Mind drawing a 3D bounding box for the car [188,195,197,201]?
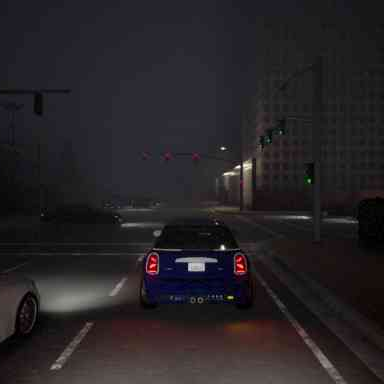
[{"bbox_3d":[0.132,1.540,83.814,2.033,1.411,5.357,0,0,0],"label":"car"}]

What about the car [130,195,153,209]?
[{"bbox_3d":[-7.012,1.526,46.301,1.812,1.442,4.674,0,0,0],"label":"car"}]

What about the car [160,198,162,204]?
[{"bbox_3d":[-6.940,1.564,65.241,1.994,1.385,4.181,0,0,0],"label":"car"}]

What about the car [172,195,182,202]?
[{"bbox_3d":[-3.384,1.469,73.501,1.882,1.535,5.008,0,0,0],"label":"car"}]

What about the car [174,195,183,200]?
[{"bbox_3d":[-3.368,1.423,83.754,1.895,1.301,4.718,0,0,0],"label":"car"}]

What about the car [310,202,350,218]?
[{"bbox_3d":[12.999,1.619,30.415,4.181,1.385,1.994,0,0,0],"label":"car"}]

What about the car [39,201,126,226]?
[{"bbox_3d":[-7.678,1.575,23.201,5.357,1.411,2.033,0,0,0],"label":"car"}]

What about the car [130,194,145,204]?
[{"bbox_3d":[-10.449,1.352,63.619,2.097,1.767,4.553,0,0,1],"label":"car"}]

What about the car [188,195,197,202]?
[{"bbox_3d":[0.123,1.355,73.832,2.097,1.767,4.553,0,0,0],"label":"car"}]

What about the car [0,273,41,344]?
[{"bbox_3d":[-3.433,1.526,3.599,1.812,1.442,4.674,0,0,1],"label":"car"}]

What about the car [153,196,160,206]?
[{"bbox_3d":[-6.993,1.505,55.195,1.837,1.490,4.892,0,0,0],"label":"car"}]

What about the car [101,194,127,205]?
[{"bbox_3d":[-10.521,1.221,44.067,2.150,2.045,5.566,0,0,0],"label":"car"}]

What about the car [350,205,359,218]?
[{"bbox_3d":[15.844,1.560,26.915,4.892,1.490,1.837,0,0,0],"label":"car"}]

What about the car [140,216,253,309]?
[{"bbox_3d":[0.095,1.352,8.032,2.097,1.767,4.553,0,0,0],"label":"car"}]

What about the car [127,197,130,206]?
[{"bbox_3d":[-10.500,1.477,53.839,1.882,1.535,5.008,0,0,0],"label":"car"}]
